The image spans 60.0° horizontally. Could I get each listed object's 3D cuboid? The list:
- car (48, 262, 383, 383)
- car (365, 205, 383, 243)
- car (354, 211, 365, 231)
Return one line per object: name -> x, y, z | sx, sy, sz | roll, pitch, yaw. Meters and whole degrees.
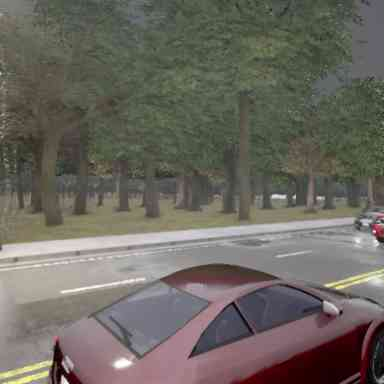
car -> 0.613, 1.572, 3.879 | 4.181, 1.385, 1.994 | 0, 0, -36
car -> 10.514, 1.278, 15.184 | 5.566, 2.045, 2.150 | 0, 0, -36
car -> 11.716, 1.561, 20.033 | 4.902, 1.511, 2.128 | 0, 0, -35
